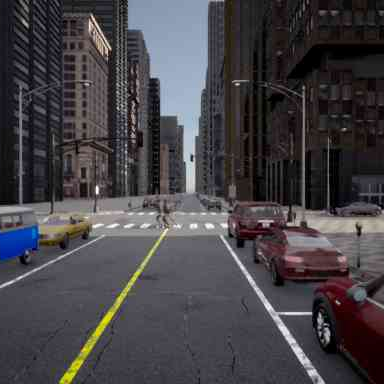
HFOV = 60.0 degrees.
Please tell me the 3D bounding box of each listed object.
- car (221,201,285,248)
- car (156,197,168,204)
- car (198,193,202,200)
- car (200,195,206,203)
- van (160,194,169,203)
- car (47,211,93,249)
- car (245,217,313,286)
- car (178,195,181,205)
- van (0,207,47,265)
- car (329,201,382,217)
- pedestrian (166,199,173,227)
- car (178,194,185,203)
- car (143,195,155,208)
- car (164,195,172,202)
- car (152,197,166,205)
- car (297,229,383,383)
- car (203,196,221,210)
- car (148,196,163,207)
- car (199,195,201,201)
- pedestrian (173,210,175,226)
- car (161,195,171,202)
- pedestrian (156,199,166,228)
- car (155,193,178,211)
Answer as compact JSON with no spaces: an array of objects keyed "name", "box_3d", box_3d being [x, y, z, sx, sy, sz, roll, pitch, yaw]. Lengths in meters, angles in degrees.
[{"name":"car","box_3d":[2.758,1.315,14.784,2.192,1.841,5.009,0,0,0]},{"name":"car","box_3d":[-5.771,1.595,64.309,1.802,1.307,4.206,0,0,0]},{"name":"car","box_3d":[2.753,1.457,69.960,1.967,1.590,4.097,0,0,0]},{"name":"car","box_3d":[2.755,1.559,53.039,2.008,1.369,4.403,0,0,0]},{"name":"van","box_3d":[-5.773,1.358,69.950,1.690,1.788,3.998,0,0,0]},{"name":"car","box_3d":[-5.766,1.526,14.603,1.752,1.417,4.829,0,0,0]},{"name":"car","box_3d":[2.759,1.582,9.106,1.802,1.307,4.206,0,0,0]},{"name":"car","box_3d":[-3.094,1.609,52.152,1.895,1.301,4.718,0,0,0]},{"name":"van","box_3d":[-5.766,1.341,9.095,1.690,1.788,3.998,0,0,0]},{"name":"car","box_3d":[14.666,1.527,29.944,4.181,1.385,1.994,0,0,0]},{"name":"pedestrian","box_3d":[-1.573,1.295,20.968,0.375,1.860,0.375,0,0,0]},{"name":"car","box_3d":[-3.018,1.563,68.221,2.033,1.411,5.357,0,0,0]},{"name":"car","box_3d":[-5.770,1.322,47.387,2.192,1.841,5.009,0,0,0]},{"name":"car","box_3d":[-5.773,1.550,81.062,1.752,1.417,4.829,0,0,0]},{"name":"car","box_3d":[-5.771,1.577,58.670,1.947,1.339,4.313,0,0,0]},{"name":"car","box_3d":[2.760,1.440,3.429,1.967,1.590,4.097,0,0,0]},{"name":"car","box_3d":[2.756,1.556,41.757,2.008,1.369,4.403,0,0,0]},{"name":"car","box_3d":[-5.771,1.449,53.029,1.967,1.590,4.097,0,0,0]},{"name":"car","box_3d":[2.754,1.556,58.679,1.887,1.381,4.507,0,0,0]},{"name":"pedestrian","box_3d":[-1.447,1.295,21.701,0.375,1.860,0.375,0,0,0]},{"name":"car","box_3d":[-5.773,1.460,75.591,1.967,1.590,4.097,0,0,0]},{"name":"pedestrian","box_3d":[-1.982,1.295,20.380,0.375,1.860,0.375,0,0,0]},{"name":"car","box_3d":[-3.046,1.357,40.709,2.097,1.767,4.553,0,0,-2]}]
